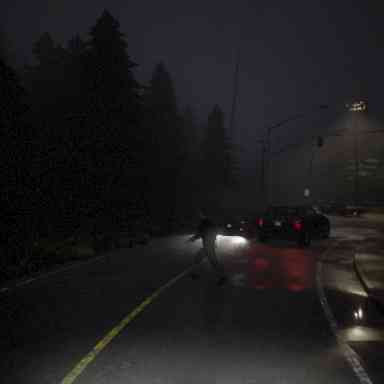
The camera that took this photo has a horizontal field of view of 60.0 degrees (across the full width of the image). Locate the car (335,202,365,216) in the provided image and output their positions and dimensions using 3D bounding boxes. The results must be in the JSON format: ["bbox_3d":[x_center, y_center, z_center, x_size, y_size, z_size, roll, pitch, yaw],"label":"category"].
[{"bbox_3d":[14.357,1.623,32.295,1.895,1.301,4.718,0,0,-11],"label":"car"}]

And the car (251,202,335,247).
[{"bbox_3d":[4.842,1.352,15.489,2.097,1.767,4.553,0,0,37],"label":"car"}]

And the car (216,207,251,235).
[{"bbox_3d":[3.124,1.564,18.757,1.994,1.385,4.181,0,0,37],"label":"car"}]

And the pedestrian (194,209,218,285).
[{"bbox_3d":[0.342,1.294,8.152,0.375,1.860,0.375,0,0,17],"label":"pedestrian"}]
